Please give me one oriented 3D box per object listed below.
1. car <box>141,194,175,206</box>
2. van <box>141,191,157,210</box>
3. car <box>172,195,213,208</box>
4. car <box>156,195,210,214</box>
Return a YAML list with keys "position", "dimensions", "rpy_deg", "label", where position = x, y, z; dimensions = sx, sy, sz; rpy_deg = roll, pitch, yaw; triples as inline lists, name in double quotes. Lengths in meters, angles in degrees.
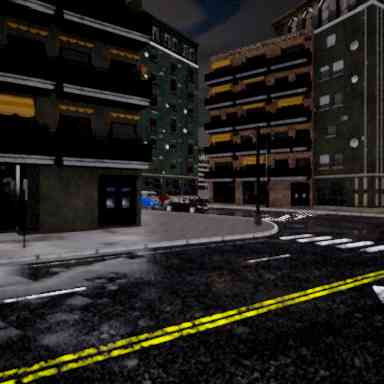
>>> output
- position: [-4.379, 0.982, 42.616]
  dimensions: [4.206, 1.307, 1.802]
  rpy_deg: [1, 0, 37]
  label: "car"
- position: [-4.995, 0.831, 32.617]
  dimensions: [3.998, 1.788, 1.690]
  rpy_deg: [1, 0, 37]
  label: "van"
- position: [0.046, 1.064, 39.306]
  dimensions: [4.403, 1.369, 2.008]
  rpy_deg: [1, 0, 37]
  label: "car"
- position: [-0.577, 1.154, 29.306]
  dimensions: [4.403, 1.369, 2.008]
  rpy_deg: [1, 0, 37]
  label: "car"
